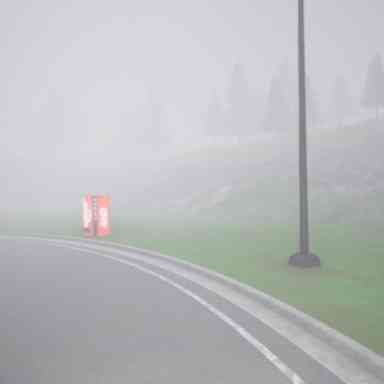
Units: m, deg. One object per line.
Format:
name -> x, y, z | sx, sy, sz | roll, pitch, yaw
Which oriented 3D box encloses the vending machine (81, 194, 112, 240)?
vending machine -> -4.627, 1.156, 16.142 | 0.880, 2.100, 1.100 | -1, 1, 36
